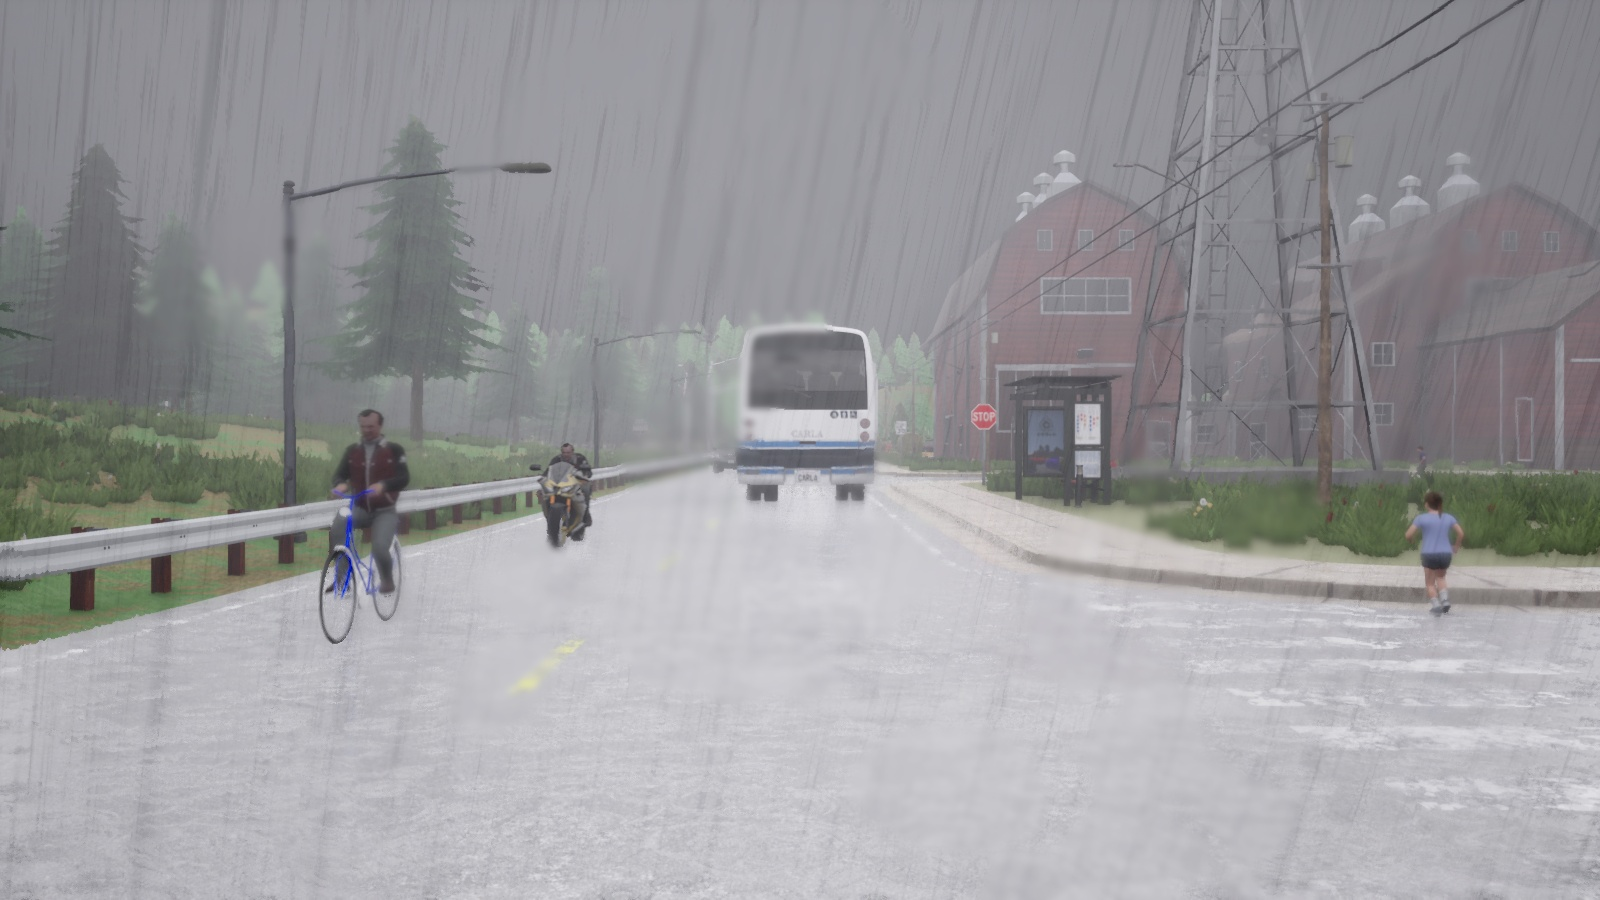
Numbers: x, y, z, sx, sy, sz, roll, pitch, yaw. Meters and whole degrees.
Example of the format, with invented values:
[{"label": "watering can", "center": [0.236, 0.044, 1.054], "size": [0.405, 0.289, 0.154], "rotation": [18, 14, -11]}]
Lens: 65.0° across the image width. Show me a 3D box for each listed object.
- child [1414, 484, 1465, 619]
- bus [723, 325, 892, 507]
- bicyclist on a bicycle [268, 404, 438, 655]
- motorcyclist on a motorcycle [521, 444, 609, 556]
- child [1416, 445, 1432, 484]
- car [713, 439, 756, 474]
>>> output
[{"label": "child", "center": [5.457, 0.856, 10.720], "size": [0.255, 1.110, 0.394], "rotation": [0, 0, 6]}, {"label": "bus", "center": [0.206, -0.824, 34.443], "size": [3.944, 4.253, 10.273], "rotation": [0, 0, 0]}, {"label": "bicyclist on a bicycle", "center": [-3.431, 0.559, 9.809], "size": [0.659, 1.776, 1.843], "rotation": [0, 0, 0]}, {"label": "motorcyclist on a motorcycle", "center": [-3.384, 0.676, 18.283], "size": [0.866, 1.530, 2.191], "rotation": [0, 0, 0]}, {"label": "child", "center": [20.265, 0.468, 40.794], "size": [0.437, 1.263, 0.270], "rotation": [0, 0, 20]}, {"label": "car", "center": [-3.148, 0.297, 61.224], "size": [1.851, 1.617, 3.988], "rotation": [0, 0, 0]}]
